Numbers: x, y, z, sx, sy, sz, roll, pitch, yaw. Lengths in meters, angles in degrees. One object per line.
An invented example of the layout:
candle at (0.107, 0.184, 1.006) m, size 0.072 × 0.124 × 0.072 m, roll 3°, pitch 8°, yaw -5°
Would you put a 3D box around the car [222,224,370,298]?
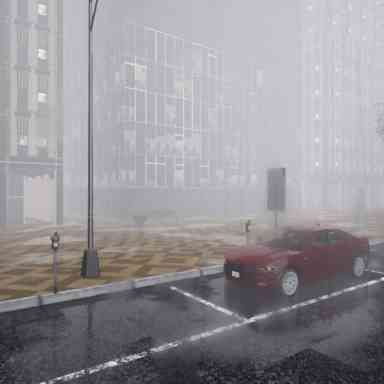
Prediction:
car at (2.783, 1.545, 8.523) m, size 4.507 × 1.381 × 1.887 m, roll 0°, pitch 0°, yaw -35°
